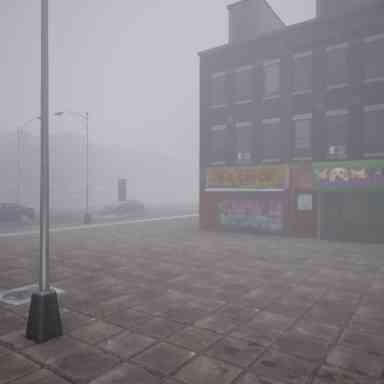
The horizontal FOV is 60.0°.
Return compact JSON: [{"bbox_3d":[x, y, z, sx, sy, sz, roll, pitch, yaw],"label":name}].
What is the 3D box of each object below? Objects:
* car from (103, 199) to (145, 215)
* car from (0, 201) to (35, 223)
[{"bbox_3d":[-6.545,1.435,32.511,1.812,1.442,4.674,0,0,35],"label":"car"},{"bbox_3d":[-13.405,1.432,22.769,1.882,1.535,5.008,0,0,35],"label":"car"}]
